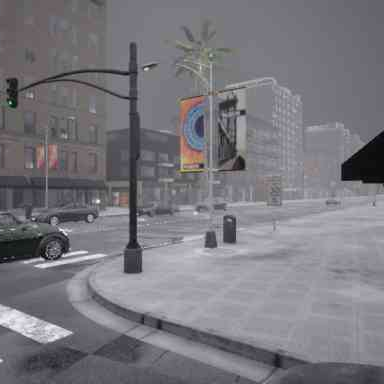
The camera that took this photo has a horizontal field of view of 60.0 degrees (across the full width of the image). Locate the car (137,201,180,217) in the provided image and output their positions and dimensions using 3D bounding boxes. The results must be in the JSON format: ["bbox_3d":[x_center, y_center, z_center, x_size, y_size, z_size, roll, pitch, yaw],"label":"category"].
[{"bbox_3d":[-3.301,1.580,31.547,2.033,1.411,5.357,0,0,35],"label":"car"}]

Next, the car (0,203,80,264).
[{"bbox_3d":[-6.133,1.363,10.237,2.097,1.767,4.553,0,0,35],"label":"car"}]

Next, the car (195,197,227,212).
[{"bbox_3d":[2.345,1.404,39.556,2.097,1.767,4.553,0,0,35],"label":"car"}]

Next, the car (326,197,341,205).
[{"bbox_3d":[26.365,1.710,62.065,1.994,1.385,4.181,0,0,35],"label":"car"}]

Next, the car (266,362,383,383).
[{"bbox_3d":[2.203,1.551,1.279,4.403,1.369,2.008,0,0,35],"label":"car"}]

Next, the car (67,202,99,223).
[{"bbox_3d":[-8.921,1.520,23.566,1.837,1.490,4.892,0,0,35],"label":"car"}]
